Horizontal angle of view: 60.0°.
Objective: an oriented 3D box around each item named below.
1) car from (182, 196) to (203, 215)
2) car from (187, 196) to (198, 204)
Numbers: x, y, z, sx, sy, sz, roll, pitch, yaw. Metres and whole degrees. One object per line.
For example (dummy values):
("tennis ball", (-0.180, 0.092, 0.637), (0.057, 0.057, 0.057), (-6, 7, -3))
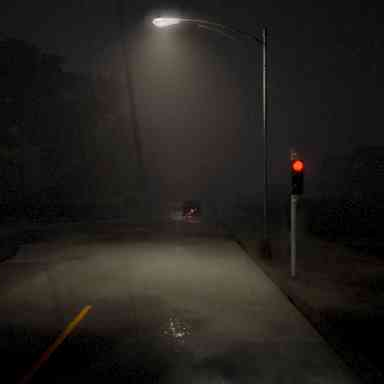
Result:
("car", (0.050, 1.505, 33.800), (1.837, 1.490, 4.892), (0, 0, 1))
("car", (0.051, 1.548, 66.737), (2.033, 1.411, 5.357), (0, 0, 0))
